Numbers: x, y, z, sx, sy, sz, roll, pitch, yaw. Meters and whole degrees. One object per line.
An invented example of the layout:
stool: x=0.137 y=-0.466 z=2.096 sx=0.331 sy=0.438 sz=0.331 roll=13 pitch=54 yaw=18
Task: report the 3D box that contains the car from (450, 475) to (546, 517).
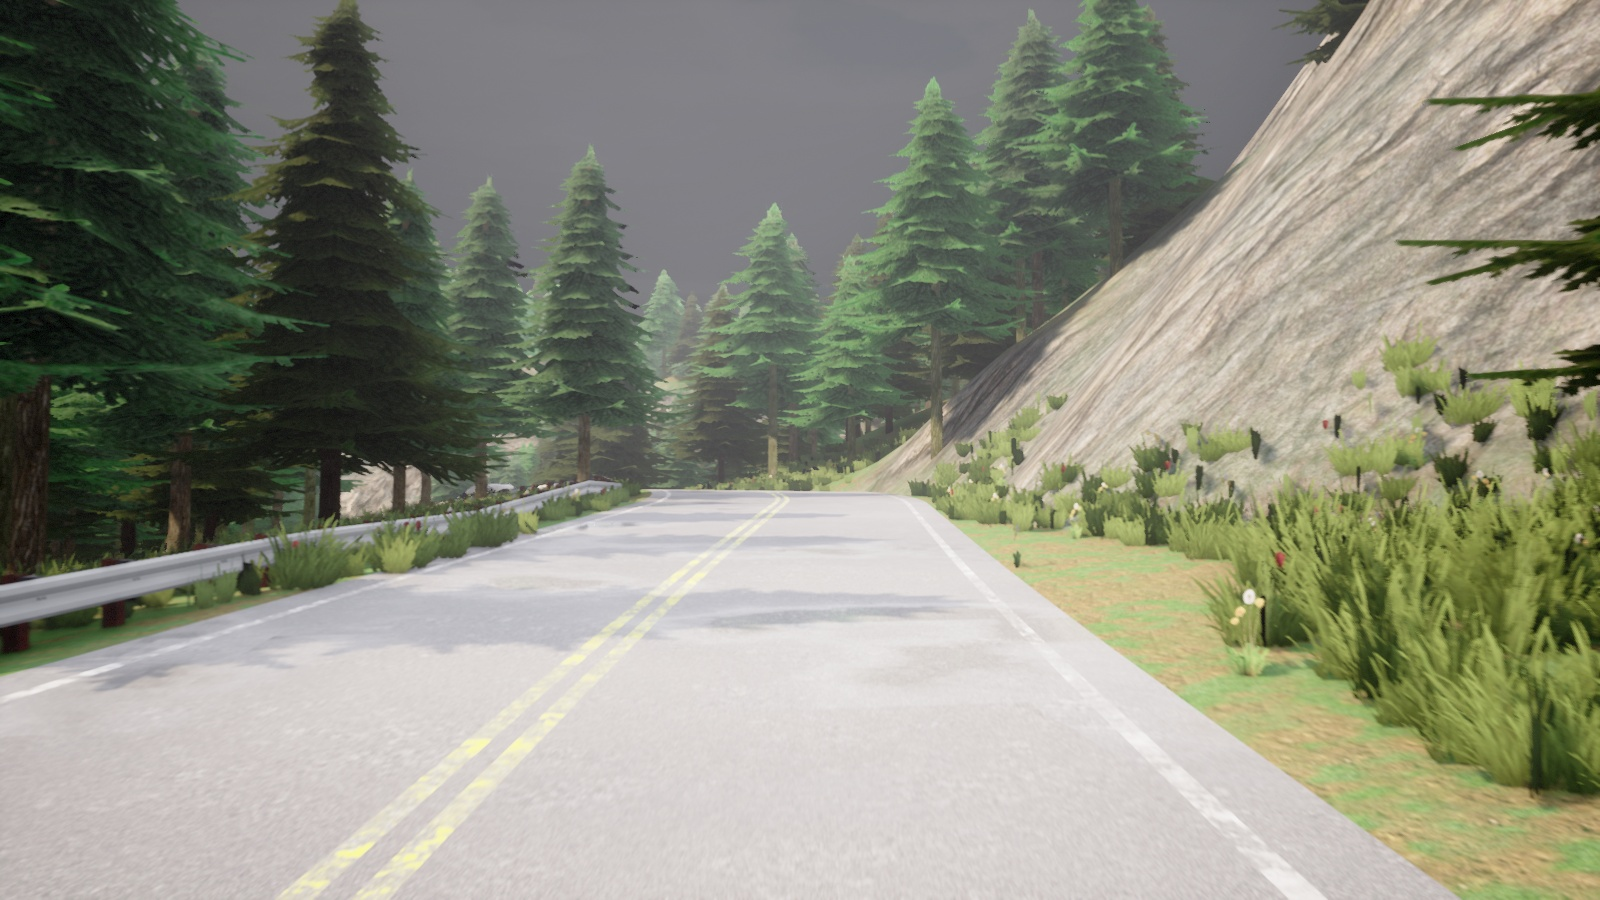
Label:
car: x=-14.551 y=2.268 z=60.432 sx=4.792 sy=1.488 sz=2.163 roll=-10 pitch=-10 yaw=42
